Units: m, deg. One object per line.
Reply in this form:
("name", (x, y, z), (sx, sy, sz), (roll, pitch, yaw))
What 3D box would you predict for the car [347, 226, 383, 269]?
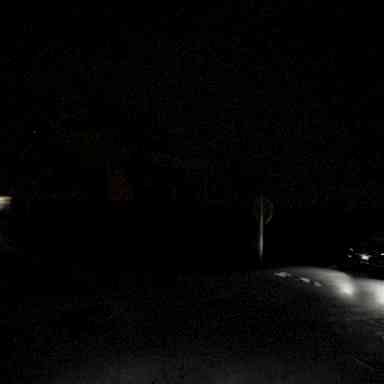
("car", (7.380, 1.809, 11.267), (4.892, 1.490, 1.837), (2, -2, -29))
